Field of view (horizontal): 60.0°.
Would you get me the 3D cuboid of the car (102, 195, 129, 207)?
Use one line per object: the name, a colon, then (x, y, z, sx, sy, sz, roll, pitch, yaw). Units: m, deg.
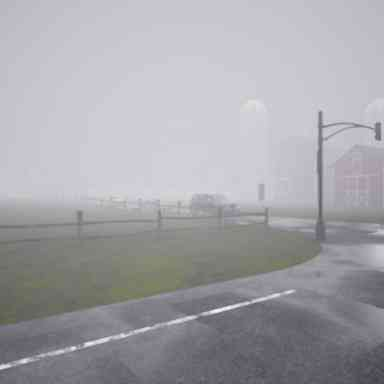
car: (-10.521, 1.209, 46.633, 1.882, 1.535, 5.008, 0, 0, -36)

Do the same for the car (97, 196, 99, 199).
car: (-13.958, 1.197, 56.403, 1.994, 1.385, 4.181, 0, 1, -35)

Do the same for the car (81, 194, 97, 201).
car: (-19.814, 1.080, 64.551, 2.033, 1.411, 5.357, 0, 1, -36)

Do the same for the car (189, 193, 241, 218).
car: (1.919, 1.156, 29.430, 2.150, 2.045, 5.566, 0, 1, -34)

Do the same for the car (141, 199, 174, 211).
car: (-3.919, 1.441, 37.471, 1.895, 1.301, 4.718, 0, 1, -36)
